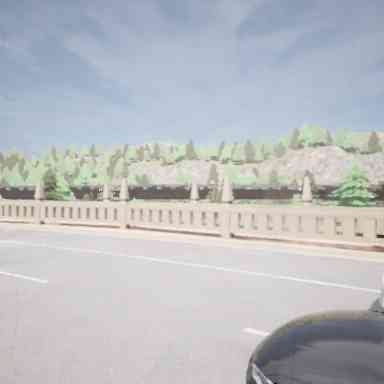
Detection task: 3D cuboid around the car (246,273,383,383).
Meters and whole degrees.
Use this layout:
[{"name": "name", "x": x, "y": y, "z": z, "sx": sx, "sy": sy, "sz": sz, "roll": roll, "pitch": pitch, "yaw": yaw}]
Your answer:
[{"name": "car", "x": 2.667, "y": 1.480, "z": 1.909, "sx": 4.902, "sy": 1.511, "sz": 2.128, "roll": 0, "pitch": 0, "yaw": 36}]

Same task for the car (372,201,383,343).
[{"name": "car", "x": 5.562, "y": 1.199, "z": 4.168, "sx": 5.566, "sy": 2.045, "sz": 2.150, "roll": 0, "pitch": 0, "yaw": 36}]
